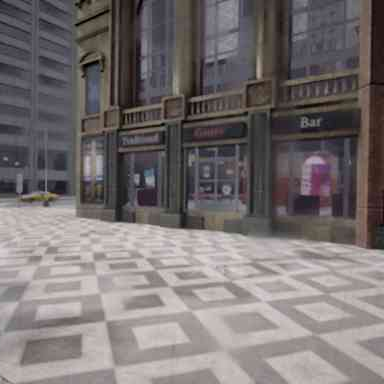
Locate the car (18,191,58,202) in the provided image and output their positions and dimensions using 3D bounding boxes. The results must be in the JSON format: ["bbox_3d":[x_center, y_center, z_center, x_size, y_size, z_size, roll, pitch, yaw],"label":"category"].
[{"bbox_3d":[-19.401,0.516,42.076,1.752,1.417,4.829,2,2,36],"label":"car"}]
